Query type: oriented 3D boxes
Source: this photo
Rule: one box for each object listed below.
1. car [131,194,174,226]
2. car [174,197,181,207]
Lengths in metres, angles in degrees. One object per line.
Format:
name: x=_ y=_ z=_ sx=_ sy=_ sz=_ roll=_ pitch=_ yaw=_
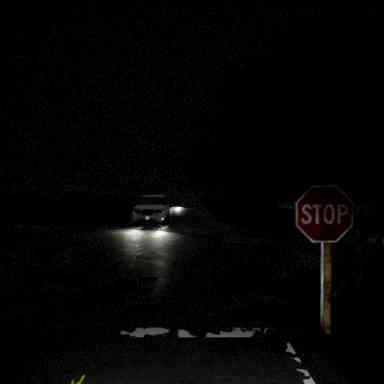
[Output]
car: x=-2.706 y=1.197 z=23.011 sx=2.150 sy=2.045 sz=5.566 roll=0 pitch=0 yaw=0
car: x=-2.657 y=1.416 z=48.232 sx=1.895 sy=1.301 sz=4.718 roll=0 pitch=0 yaw=0
